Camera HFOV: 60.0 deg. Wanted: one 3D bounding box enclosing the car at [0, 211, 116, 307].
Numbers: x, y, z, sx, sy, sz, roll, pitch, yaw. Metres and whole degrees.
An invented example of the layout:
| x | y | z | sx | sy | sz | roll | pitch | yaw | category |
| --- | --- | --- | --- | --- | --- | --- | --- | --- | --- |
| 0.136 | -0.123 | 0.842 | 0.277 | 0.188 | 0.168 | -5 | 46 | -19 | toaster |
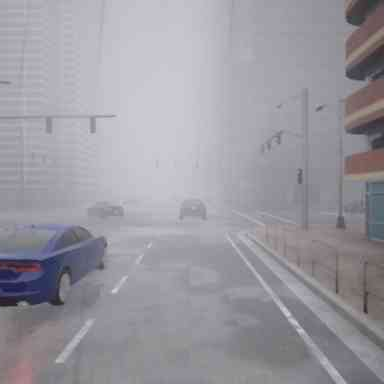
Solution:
| x | y | z | sx | sy | sz | roll | pitch | yaw | category |
| --- | --- | --- | --- | --- | --- | --- | --- | --- | --- |
| -3.440 | 1.466 | 8.045 | 1.882 | 1.535 | 5.008 | 0 | 0 | 0 | car |

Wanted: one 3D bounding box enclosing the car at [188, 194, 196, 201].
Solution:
| x | y | z | sx | sy | sz | roll | pitch | yaw | category |
| --- | --- | --- | --- | --- | --- | --- | --- | --- | --- |
| 0.012 | 1.287 | 77.174 | 1.882 | 1.535 | 5.008 | 0 | 0 | 0 | car |

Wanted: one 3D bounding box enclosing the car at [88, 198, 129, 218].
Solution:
| x | y | z | sx | sy | sz | roll | pitch | yaw | category |
| --- | --- | --- | --- | --- | --- | --- | --- | --- | --- |
| -7.496 | 1.483 | 28.763 | 1.812 | 1.442 | 4.674 | 1 | 0 | -37 | car |

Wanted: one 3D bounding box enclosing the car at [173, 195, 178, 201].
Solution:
| x | y | z | sx | sy | sz | roll | pitch | yaw | category |
| --- | --- | --- | --- | --- | --- | --- | --- | --- | --- |
| -3.488 | 1.335 | 77.173 | 2.128 | 1.511 | 4.902 | 0 | 0 | 0 | car |

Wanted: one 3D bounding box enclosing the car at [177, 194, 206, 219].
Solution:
| x | y | z | sx | sy | sz | roll | pitch | yaw | category |
| --- | --- | --- | --- | --- | --- | --- | --- | --- | --- |
| 0.088 | 1.310 | 28.395 | 2.097 | 1.767 | 4.553 | 0 | 0 | 0 | car |

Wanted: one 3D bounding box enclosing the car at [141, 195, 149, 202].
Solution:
| x | y | z | sx | sy | sz | roll | pitch | yaw | category |
| --- | --- | --- | --- | --- | --- | --- | --- | --- | --- |
| -10.489 | 1.430 | 72.664 | 2.033 | 1.411 | 5.357 | 0 | 0 | 0 | car |

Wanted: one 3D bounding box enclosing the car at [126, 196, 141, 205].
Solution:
| x | y | z | sx | sy | sz | roll | pitch | yaw | category |
| --- | --- | --- | --- | --- | --- | --- | --- | --- | --- |
| -10.532 | 1.392 | 57.340 | 1.882 | 1.535 | 5.008 | 0 | 0 | 1 | car |

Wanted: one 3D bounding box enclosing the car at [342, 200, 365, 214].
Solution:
| x | y | z | sx | sy | sz | roll | pitch | yaw | category |
| --- | --- | --- | --- | --- | --- | --- | --- | --- | --- |
| 17.350 | 1.514 | 33.597 | 4.181 | 1.385 | 1.994 | 0 | 0 | 1 | car |
